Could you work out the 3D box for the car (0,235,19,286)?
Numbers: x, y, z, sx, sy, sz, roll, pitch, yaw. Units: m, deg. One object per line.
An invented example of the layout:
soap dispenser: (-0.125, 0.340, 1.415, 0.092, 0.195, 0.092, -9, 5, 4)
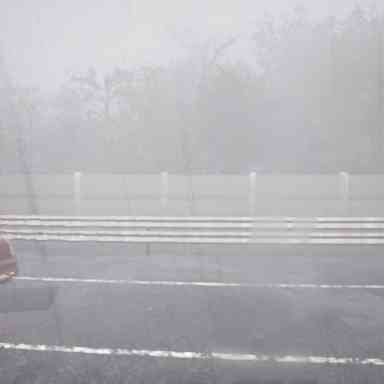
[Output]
car: (-6.324, 1.335, 7.241, 4.553, 1.767, 2.097, 0, 0, 10)
